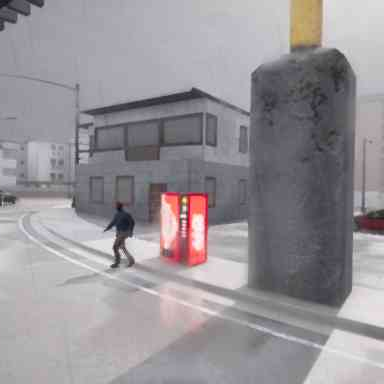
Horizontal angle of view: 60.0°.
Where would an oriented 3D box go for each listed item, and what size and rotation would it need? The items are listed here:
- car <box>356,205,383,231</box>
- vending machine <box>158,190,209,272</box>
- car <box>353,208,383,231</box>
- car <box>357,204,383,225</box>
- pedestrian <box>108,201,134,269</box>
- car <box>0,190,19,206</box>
[{"bbox_3d":[13.583,1.826,22.669,3.988,1.617,1.851,3,2,34],"label":"car"},{"bbox_3d":[-0.231,1.013,9.289,0.880,2.100,1.100,2,2,44],"label":"vending machine"},{"bbox_3d":[11.798,1.814,20.256,5.357,1.415,2.033,2,1,34],"label":"car"},{"bbox_3d":[16.949,1.965,28.240,5.027,1.636,2.152,1,1,34],"label":"car"},{"bbox_3d":[-1.866,1.081,8.710,0.375,1.860,0.375,1,0,-45],"label":"pedestrian"},{"bbox_3d":[-18.495,0.570,32.149,2.128,1.511,4.902,1,0,-6],"label":"car"}]
